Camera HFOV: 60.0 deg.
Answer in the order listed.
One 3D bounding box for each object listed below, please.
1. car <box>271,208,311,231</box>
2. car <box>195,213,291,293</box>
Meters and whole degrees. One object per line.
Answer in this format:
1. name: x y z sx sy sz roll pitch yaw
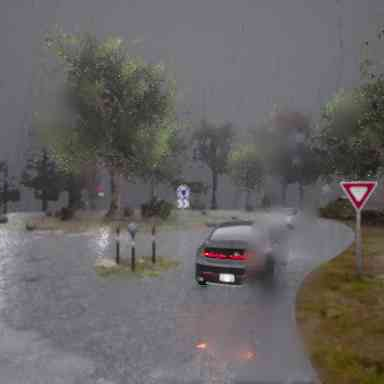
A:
1. car: 6.256 1.686 21.494 1.895 1.301 4.718 0 0 34
2. car: 1.534 1.540 9.160 1.837 1.490 4.892 0 0 20
